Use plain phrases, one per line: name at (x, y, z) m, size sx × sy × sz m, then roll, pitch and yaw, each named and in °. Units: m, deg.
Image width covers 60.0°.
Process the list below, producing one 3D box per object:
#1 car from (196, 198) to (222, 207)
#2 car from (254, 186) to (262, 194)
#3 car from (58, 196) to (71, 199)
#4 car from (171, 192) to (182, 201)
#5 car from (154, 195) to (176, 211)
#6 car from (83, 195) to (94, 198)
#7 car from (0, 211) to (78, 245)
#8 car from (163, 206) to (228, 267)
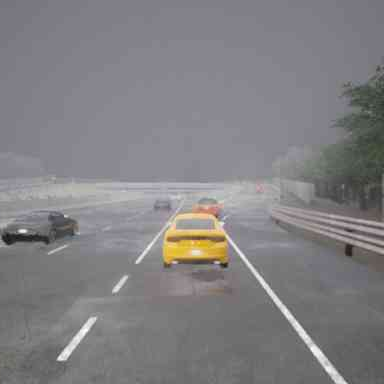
car at (1.503, 1.341, 29.488) m, size 2.097 × 1.767 × 4.553 m, roll 0°, pitch 0°, yaw 9°
car at (17.830, -0.263, 89.731) m, size 1.895 × 1.301 × 4.718 m, roll 0°, pitch 3°, yaw 11°
car at (-24.529, 1.453, 64.029) m, size 1.812 × 1.442 × 4.674 m, roll 0°, pitch 0°, yaw 0°
car at (-3.605, 1.073, 75.427) m, size 2.150 × 2.045 × 5.566 m, roll 0°, pitch 0°, yaw 0°
car at (-3.448, 1.471, 40.219) m, size 2.128 × 1.511 × 4.902 m, roll 0°, pitch 0°, yaw 0°
car at (-24.644, 1.362, 79.854) m, size 1.994 × 1.385 × 4.181 m, roll 0°, pitch 0°, yaw 0°
car at (-6.877, 1.555, 15.530) m, size 1.994 × 1.385 × 4.181 m, roll 0°, pitch 0°, yaw 0°
car at (0.121, 1.471, 11.422) m, size 1.882 × 1.535 × 5.008 m, roll 0°, pitch 0°, yaw 0°
